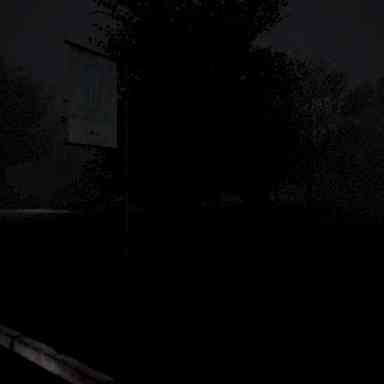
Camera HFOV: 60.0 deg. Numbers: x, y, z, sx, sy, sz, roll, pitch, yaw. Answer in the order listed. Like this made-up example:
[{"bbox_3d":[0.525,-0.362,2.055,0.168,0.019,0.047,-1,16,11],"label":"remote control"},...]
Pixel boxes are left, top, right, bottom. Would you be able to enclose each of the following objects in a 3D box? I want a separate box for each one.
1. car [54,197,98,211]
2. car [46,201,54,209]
[{"bbox_3d":[-14.148,1.462,41.640,1.882,1.535,5.008,0,1,38],"label":"car"},{"bbox_3d":[-16.713,1.475,44.040,2.128,1.511,4.902,0,0,38],"label":"car"}]
